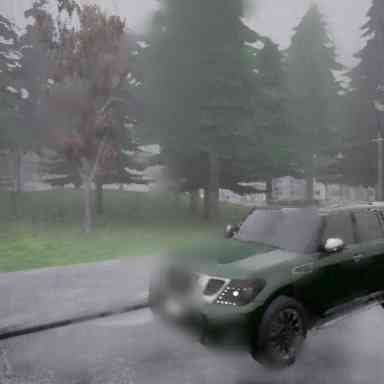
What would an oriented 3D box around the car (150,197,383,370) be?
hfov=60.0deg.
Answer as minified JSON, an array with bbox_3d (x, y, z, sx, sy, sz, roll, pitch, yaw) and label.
[{"bbox_3d":[2.019,1.194,6.011,5.566,2.045,2.150,0,0,-35],"label":"car"}]
